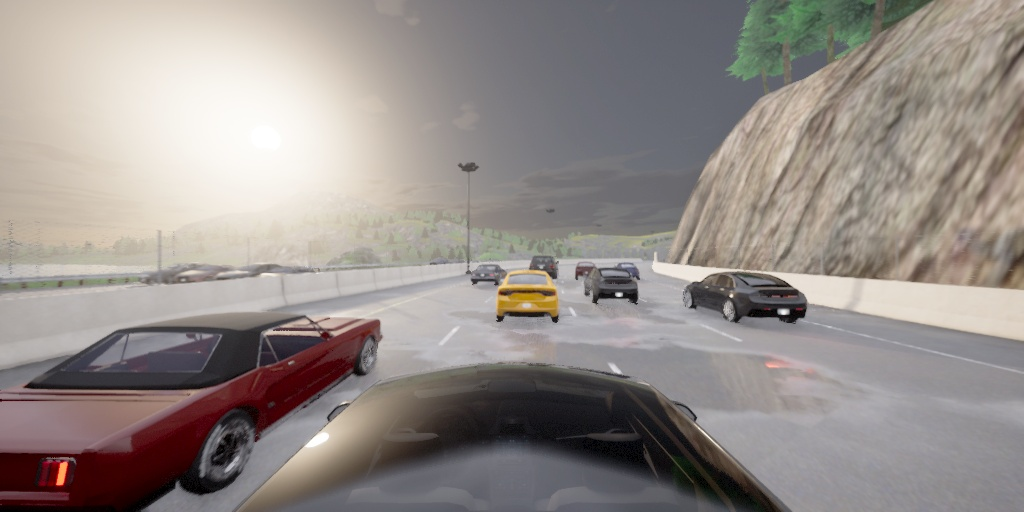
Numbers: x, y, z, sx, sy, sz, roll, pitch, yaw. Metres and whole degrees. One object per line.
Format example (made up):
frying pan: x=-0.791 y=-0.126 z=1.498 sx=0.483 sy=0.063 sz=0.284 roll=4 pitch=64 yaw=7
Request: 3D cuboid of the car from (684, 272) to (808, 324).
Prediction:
car: x=7.558 y=1.271 z=12.187 sx=1.837 sy=1.490 sz=4.892 roll=0 pitch=0 yaw=4

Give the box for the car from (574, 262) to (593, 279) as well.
car: x=6.717 y=1.239 z=32.589 sx=1.882 sy=1.535 sz=5.008 roll=0 pitch=0 yaw=11

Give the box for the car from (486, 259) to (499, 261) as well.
car: x=-3.550 y=1.238 z=62.064 sx=1.837 sy=1.490 sz=4.892 roll=0 pitch=0 yaw=20

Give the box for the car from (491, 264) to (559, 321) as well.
car: x=0.567 y=1.227 z=12.481 sx=1.882 sy=1.535 sz=5.008 roll=0 pitch=0 yaw=4

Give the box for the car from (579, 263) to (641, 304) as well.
car: x=4.407 y=1.263 z=16.466 sx=1.837 sy=1.490 sz=4.892 roll=0 pitch=0 yaw=5

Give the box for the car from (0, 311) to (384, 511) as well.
car: x=-3.305 y=1.343 z=4.461 sx=1.895 sy=1.301 sz=4.718 roll=0 pitch=0 yaw=1

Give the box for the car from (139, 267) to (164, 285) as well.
car: x=-22.980 y=1.185 z=25.135 sx=2.128 sy=1.511 sz=4.902 roll=0 pitch=0 yaw=7

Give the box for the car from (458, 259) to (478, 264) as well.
car: x=-7.073 y=1.326 z=62.620 sx=1.895 sy=1.301 sz=4.718 roll=0 pitch=0 yaw=20

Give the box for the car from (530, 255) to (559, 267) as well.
car: x=2.721 y=0.974 z=30.304 sx=2.150 sy=2.045 sz=5.566 roll=0 pitch=0 yaw=10

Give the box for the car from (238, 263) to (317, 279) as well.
car: x=-12.938 y=1.281 z=20.650 sx=1.994 sy=1.385 sz=4.181 roll=0 pitch=0 yaw=6

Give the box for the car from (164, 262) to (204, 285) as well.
car: x=-19.640 y=1.265 z=23.652 sx=1.994 sy=1.385 sz=4.181 roll=0 pitch=0 yaw=7

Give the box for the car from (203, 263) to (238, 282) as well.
car: x=-16.232 y=1.214 z=22.746 sx=1.837 sy=1.490 sz=4.892 roll=0 pitch=0 yaw=7

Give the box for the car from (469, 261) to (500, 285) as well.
car: x=-1.554 y=1.291 z=25.782 sx=2.033 sy=1.411 sz=5.357 roll=0 pitch=0 yaw=8

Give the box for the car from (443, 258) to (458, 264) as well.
car: x=-10.149 y=1.221 z=64.423 sx=1.837 sy=1.490 sz=4.892 roll=0 pitch=0 yaw=19

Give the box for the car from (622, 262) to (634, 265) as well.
car: x=10.163 y=1.295 z=31.986 sx=1.812 sy=1.442 sz=4.674 roll=0 pitch=0 yaw=11
